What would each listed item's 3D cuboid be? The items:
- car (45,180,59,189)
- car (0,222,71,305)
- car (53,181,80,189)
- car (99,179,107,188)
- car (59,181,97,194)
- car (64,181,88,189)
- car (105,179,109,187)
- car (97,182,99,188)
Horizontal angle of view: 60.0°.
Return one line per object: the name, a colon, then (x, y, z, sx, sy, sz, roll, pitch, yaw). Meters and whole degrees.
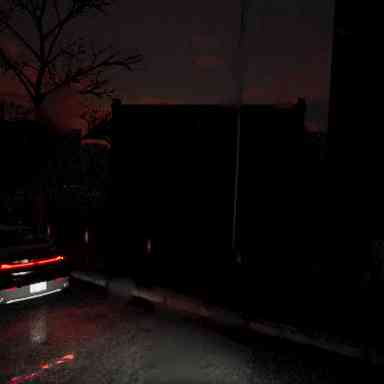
car: (-26.700, -1.507, 65.778, 4.553, 1.767, 2.185, 3, 2, 20)
car: (-4.659, 1.433, 7.514, 4.892, 1.490, 1.837, 1, 1, 39)
car: (-25.775, -1.450, 68.384, 5.008, 1.535, 2.097, 3, 2, 20)
car: (-22.886, -1.662, 76.135, 4.892, 1.521, 2.231, 3, 3, 20)
car: (-17.972, -0.737, 52.788, 2.150, 2.045, 5.566, 3, 2, 17)
car: (-24.807, -1.480, 70.964, 4.674, 1.452, 2.002, 3, 3, 20)
car: (-20.969, -2.069, 81.296, 5.566, 2.045, 2.435, 3, 3, 20)
car: (-23.810, -1.714, 73.530, 4.553, 1.767, 2.185, 3, 3, 20)
